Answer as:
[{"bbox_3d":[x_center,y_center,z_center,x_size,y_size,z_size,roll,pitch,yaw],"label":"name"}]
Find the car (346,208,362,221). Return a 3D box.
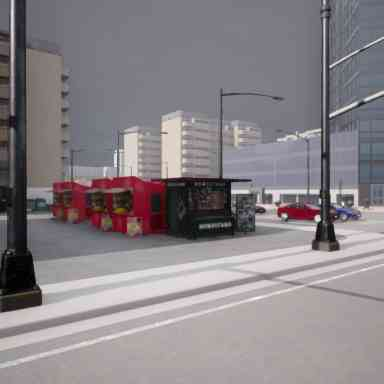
[{"bbox_3d":[11.988,1.635,28.466,1.812,1.442,4.674,0,-1,-35],"label":"car"}]

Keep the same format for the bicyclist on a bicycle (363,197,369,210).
[{"bbox_3d":[22.211,1.466,42.457,1.656,1.620,0.582,0,0,-36],"label":"bicyclist on a bicycle"}]

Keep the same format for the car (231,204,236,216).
[{"bbox_3d":[3.636,1.820,34.036,1.895,1.301,4.718,0,-1,-36],"label":"car"}]

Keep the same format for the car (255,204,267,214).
[{"bbox_3d":[6.136,1.790,36.546,1.994,1.385,4.181,0,-1,-37],"label":"car"}]

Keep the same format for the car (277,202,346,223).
[{"bbox_3d":[9.125,1.585,26.482,1.882,1.535,5.008,0,-1,-36],"label":"car"}]
